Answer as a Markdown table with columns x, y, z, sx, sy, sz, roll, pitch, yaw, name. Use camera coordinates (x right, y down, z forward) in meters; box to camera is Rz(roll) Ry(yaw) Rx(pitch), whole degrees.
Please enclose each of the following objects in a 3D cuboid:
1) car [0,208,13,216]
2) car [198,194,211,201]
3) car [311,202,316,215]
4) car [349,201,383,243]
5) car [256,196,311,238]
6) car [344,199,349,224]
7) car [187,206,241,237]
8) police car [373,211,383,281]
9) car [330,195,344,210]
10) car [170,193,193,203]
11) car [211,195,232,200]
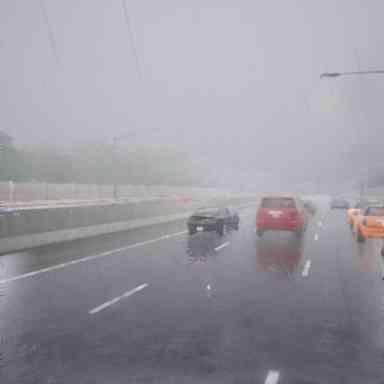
| x | y | z | sx | sy | sz | roll | pitch | yaw | name |
| --- | --- | --- | --- | --- | --- | --- | --- | --- | --- |
| -11.082 | 1.643 | 16.329 | 1.895 | 1.301 | 4.718 | 0 | 0 | 23 | car |
| 2.633 | 1.217 | 58.414 | 2.097 | 1.767 | 4.553 | 0 | 0 | 23 | car |
| 11.288 | 1.520 | 33.179 | 1.994 | 1.385 | 4.181 | 0 | 0 | 23 | car |
| 8.894 | 1.351 | 15.808 | 2.097 | 1.767 | 4.553 | 0 | 0 | 23 | car |
| 4.927 | 1.226 | 17.858 | 2.150 | 2.045 | 5.566 | 0 | 0 | 23 | car |
| 11.194 | 1.340 | 21.348 | 2.097 | 1.767 | 4.553 | 0 | 0 | 23 | car |
| 1.324 | 1.521 | 18.304 | 1.837 | 1.490 | 4.892 | 0 | 0 | 23 | car |
| 5.114 | 1.429 | 6.702 | 1.930 | 1.638 | 5.238 | 0 | 0 | 23 | police car |
| 18.040 | 1.460 | 40.496 | 1.994 | 1.385 | 4.181 | 0 | 0 | 22 | car |
| -1.709 | 1.116 | 57.097 | 2.150 | 2.045 | 5.566 | 0 | 0 | 23 | car |
| 5.297 | 1.219 | 55.722 | 2.097 | 1.767 | 4.553 | 0 | 0 | 23 | car |
